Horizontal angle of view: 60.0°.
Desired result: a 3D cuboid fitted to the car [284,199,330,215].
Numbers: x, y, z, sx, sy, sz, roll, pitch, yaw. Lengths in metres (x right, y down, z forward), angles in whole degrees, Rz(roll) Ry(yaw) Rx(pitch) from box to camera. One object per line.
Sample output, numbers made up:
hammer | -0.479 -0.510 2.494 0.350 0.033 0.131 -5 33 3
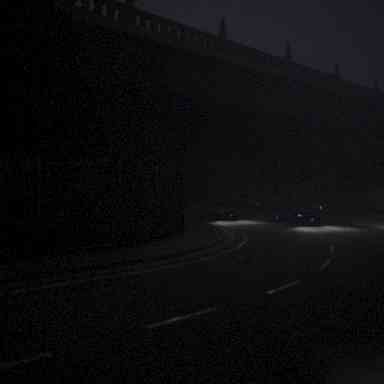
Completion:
car | 11.162 1.436 32.627 1.994 1.385 4.181 0 0 -22

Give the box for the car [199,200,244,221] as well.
car | 2.050 1.447 26.824 1.812 1.442 4.674 0 0 -21

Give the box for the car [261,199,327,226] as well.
car | 6.883 1.439 22.934 1.812 1.442 4.674 0 0 -15

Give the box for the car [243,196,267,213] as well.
car | 6.268 1.236 34.891 2.097 1.767 4.553 0 0 -26
